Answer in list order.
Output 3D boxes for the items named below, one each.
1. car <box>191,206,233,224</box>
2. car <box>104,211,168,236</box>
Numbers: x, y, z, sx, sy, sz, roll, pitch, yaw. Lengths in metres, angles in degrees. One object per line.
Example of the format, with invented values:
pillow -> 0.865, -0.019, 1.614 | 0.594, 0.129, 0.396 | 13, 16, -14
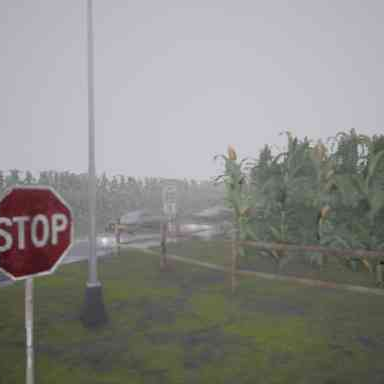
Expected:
car -> 2.121, 1.917, 28.355 | 2.033, 1.411, 5.357 | -2, -1, 36
car -> -3.382, 1.870, 20.815 | 1.994, 1.385, 4.181 | -2, -1, 37
